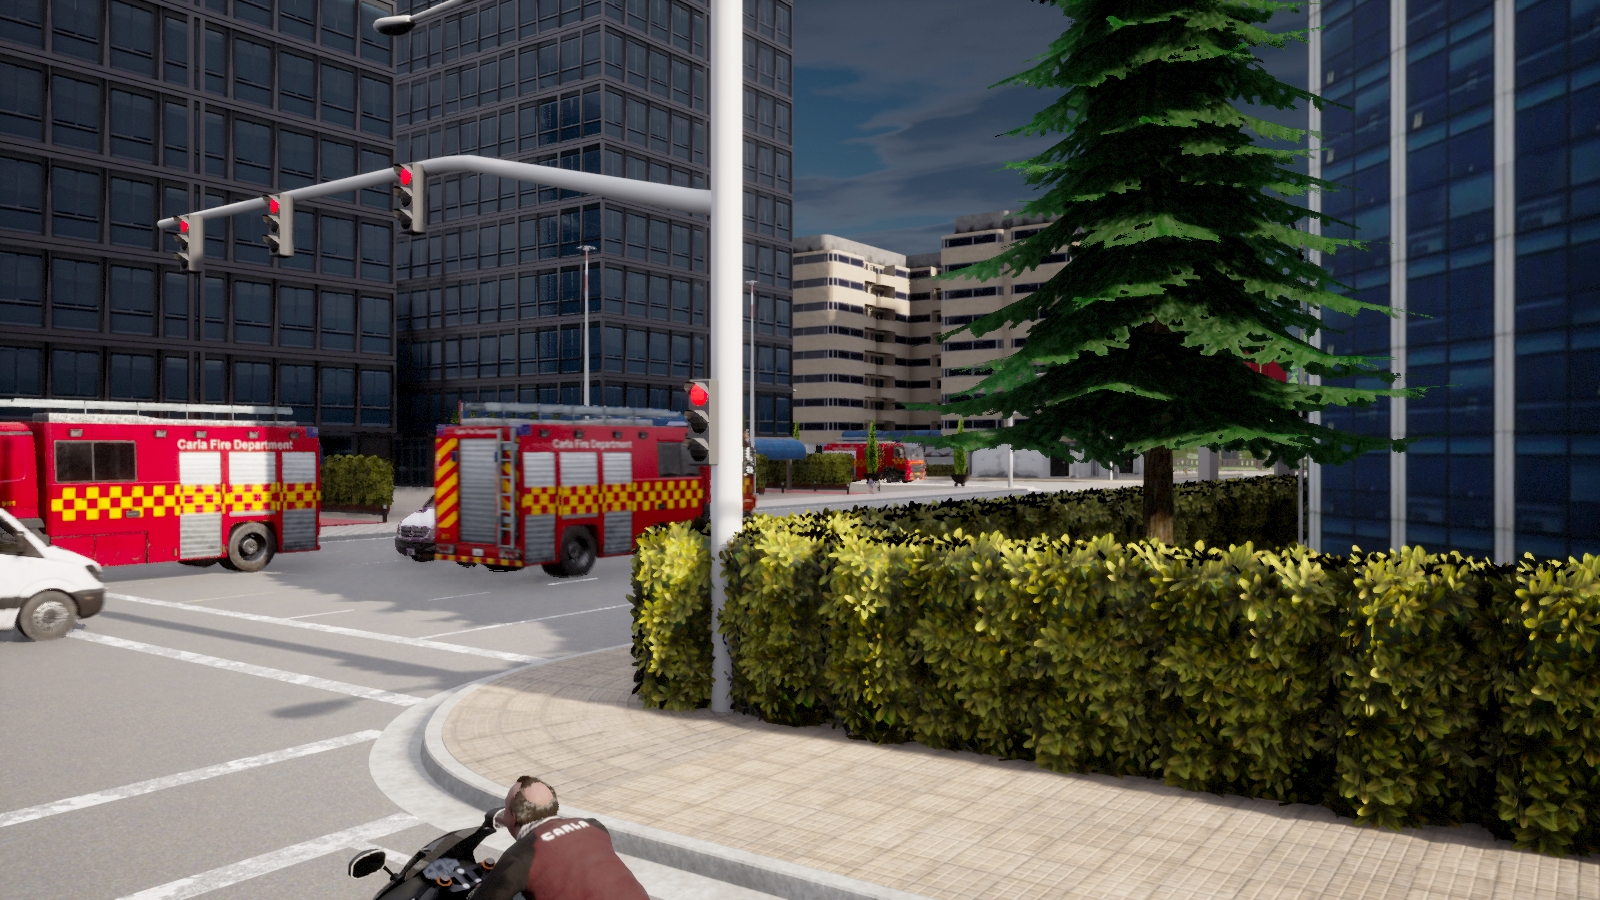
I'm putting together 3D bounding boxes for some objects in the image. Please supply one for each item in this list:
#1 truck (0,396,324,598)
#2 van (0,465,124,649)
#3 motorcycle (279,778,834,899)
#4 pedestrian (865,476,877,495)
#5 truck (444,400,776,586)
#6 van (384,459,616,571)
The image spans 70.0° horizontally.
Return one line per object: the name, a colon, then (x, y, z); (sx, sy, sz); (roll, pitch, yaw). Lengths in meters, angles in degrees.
truck: (-14.959, 0.889, 24.598); (2.891, 3.827, 8.468); (0, 0, 34)
van: (-12.865, 1.533, 15.669); (1.988, 2.561, 5.915); (0, 0, 34)
motorcycle: (-1.027, 2.205, 4.504); (2.209, 1.251, 0.867); (0, 0, 35)
pedestrian: (4.138, 2.074, 66.479); (0.500, 1.100, 0.500); (0, 0, 33)
truck: (-4.240, 0.889, 27.821); (2.891, 3.827, 8.468); (0, 0, 34)
van: (-7.573, 1.533, 29.577); (1.988, 2.561, 5.915); (0, 0, 35)
